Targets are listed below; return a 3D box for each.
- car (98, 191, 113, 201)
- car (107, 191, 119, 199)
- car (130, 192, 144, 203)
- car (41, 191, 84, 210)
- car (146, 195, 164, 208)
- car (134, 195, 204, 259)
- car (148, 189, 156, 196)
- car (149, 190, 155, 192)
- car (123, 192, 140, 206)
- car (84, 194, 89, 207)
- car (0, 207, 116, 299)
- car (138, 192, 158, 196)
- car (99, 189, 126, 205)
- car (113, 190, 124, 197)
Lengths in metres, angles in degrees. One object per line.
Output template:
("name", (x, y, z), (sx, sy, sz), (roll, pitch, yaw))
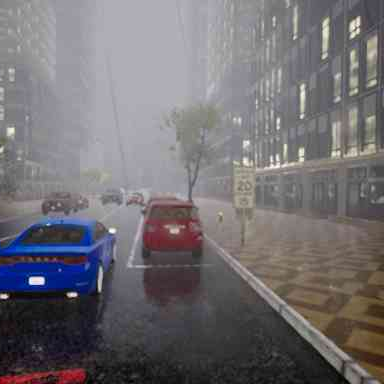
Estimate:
("car", (-14.304, 0.623, 55.227), (1.967, 1.590, 4.097), (1, 1, -7))
("car", (-15.697, 0.590, 66.257), (2.008, 1.369, 4.403), (1, 1, -7))
("car", (-8.397, 0.802, 51.017), (1.882, 1.535, 5.008), (1, 1, -7))
("car", (-10.823, 0.862, 27.653), (2.192, 1.841, 5.009), (1, 1, -7))
("car", (-4.400, 1.065, 39.673), (2.008, 1.369, 4.403), (1, 1, -7))
("car", (-0.808, 1.199, 12.116), (2.192, 1.841, 5.009), (1, 1, -7))
("car", (-11.355, 0.111, 94.816), (2.192, 1.841, 5.009), (1, 1, -7))
("car", (-6.488, 0.842, 56.217), (1.887, 1.381, 4.507), (1, 1, -7))
("car", (-7.103, 1.055, 41.145), (1.895, 1.301, 4.718), (1, 1, -7))
("car", (-11.521, 0.914, 33.169), (1.967, 1.590, 4.097), (1, 1, -7))
("car", (-3.021, 1.371, 8.263), (1.882, 1.535, 5.008), (1, 1, -7))
("car", (-1.599, 1.124, 17.617), (2.192, 1.841, 5.009), (1, 1, -7))
("car", (-10.147, 0.609, 42.806), (2.150, 2.045, 5.566), (1, 1, -7))
("car", (-17.087, 0.336, 77.285), (1.967, 1.590, 4.097), (1, 1, -7))
